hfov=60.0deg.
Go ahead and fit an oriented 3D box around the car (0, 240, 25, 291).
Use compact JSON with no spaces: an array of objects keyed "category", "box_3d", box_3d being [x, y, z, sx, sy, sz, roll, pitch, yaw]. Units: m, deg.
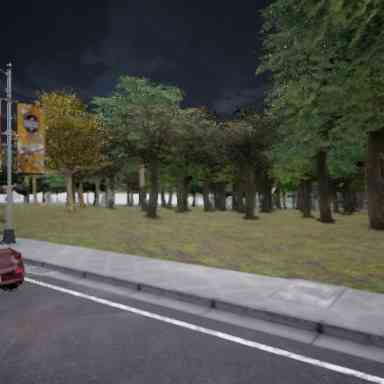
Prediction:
[{"category":"car","box_3d":[-5.716,1.542,7.764,4.674,1.442,1.812,0,0,36]}]
